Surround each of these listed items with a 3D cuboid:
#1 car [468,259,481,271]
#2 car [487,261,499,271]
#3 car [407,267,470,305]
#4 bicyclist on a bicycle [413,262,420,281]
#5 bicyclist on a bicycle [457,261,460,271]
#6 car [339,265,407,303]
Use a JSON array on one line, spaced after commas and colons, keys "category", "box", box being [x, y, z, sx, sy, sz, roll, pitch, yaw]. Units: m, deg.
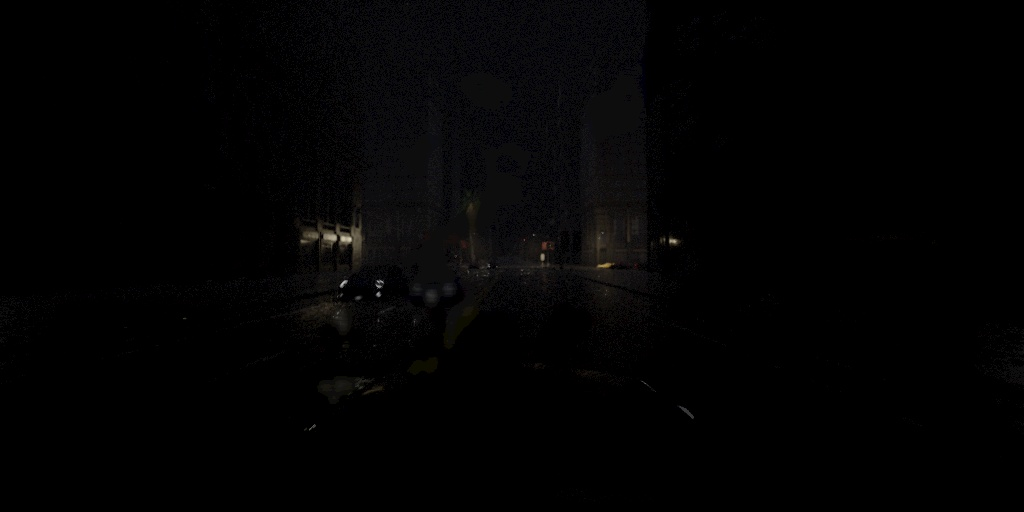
[{"category": "car", "box": [-6.499, 1.727, 61.824, 1.812, 1.442, 4.674, 0, 0, 0]}, {"category": "car", "box": [-3.249, 1.698, 61.824, 1.837, 1.490, 4.892, 0, 0, 0]}, {"category": "car", "box": [-3.350, 1.409, 17.225, 1.812, 1.442, 4.674, 0, 0, 0]}, {"category": "bicyclist on a bicycle", "box": [-8.750, 1.399, 32.733, 0.659, 1.776, 1.843, 0, -3, 0]}, {"category": "bicyclist on a bicycle", "box": [-8.751, 1.624, 58.293, 0.866, 1.612, 1.509, 0, -1, 0]}, {"category": "car", "box": [-6.600, 1.238, 17.640, 2.097, 1.767, 4.553, 0, 0, 0]}]
